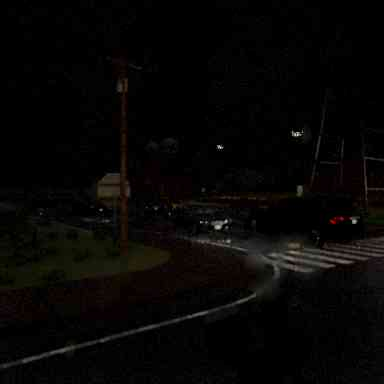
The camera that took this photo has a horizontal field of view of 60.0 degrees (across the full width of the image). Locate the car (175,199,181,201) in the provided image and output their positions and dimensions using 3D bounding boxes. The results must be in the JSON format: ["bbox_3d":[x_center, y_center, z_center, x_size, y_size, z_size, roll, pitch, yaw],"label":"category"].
[{"bbox_3d":[-2.583,1.523,35.773,4.193,1.474,1.816,0,0,-36],"label":"car"}]

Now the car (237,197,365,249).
[{"bbox_3d":[4.828,1.236,15.069,2.150,2.045,5.566,0,0,-32],"label":"car"}]

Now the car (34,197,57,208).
[{"bbox_3d":[-21.139,1.556,47.239,1.837,1.490,4.892,0,0,-37],"label":"car"}]

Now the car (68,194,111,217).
[{"bbox_3d":[-9.649,1.230,31.592,2.150,2.045,5.566,0,0,-37],"label":"car"}]

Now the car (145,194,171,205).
[{"bbox_3d":[-6.351,1.339,62.365,4.605,1.855,1.932,0,0,-36],"label":"car"}]

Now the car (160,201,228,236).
[{"bbox_3d":[0.222,1.502,18.804,2.128,1.511,4.902,0,0,-26],"label":"car"}]

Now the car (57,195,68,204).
[{"bbox_3d":[-25.328,1.495,65.830,4.611,1.667,2.242,0,0,-36],"label":"car"}]

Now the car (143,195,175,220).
[{"bbox_3d":[-2.874,1.366,28.486,2.097,1.767,4.553,-1,0,0],"label":"car"}]

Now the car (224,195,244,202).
[{"bbox_3d":[9.781,1.551,78.398,1.837,1.490,4.892,0,0,-36],"label":"car"}]

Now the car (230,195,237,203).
[{"bbox_3d":[7.087,1.551,44.343,3.905,1.438,1.784,0,0,-36],"label":"car"}]
